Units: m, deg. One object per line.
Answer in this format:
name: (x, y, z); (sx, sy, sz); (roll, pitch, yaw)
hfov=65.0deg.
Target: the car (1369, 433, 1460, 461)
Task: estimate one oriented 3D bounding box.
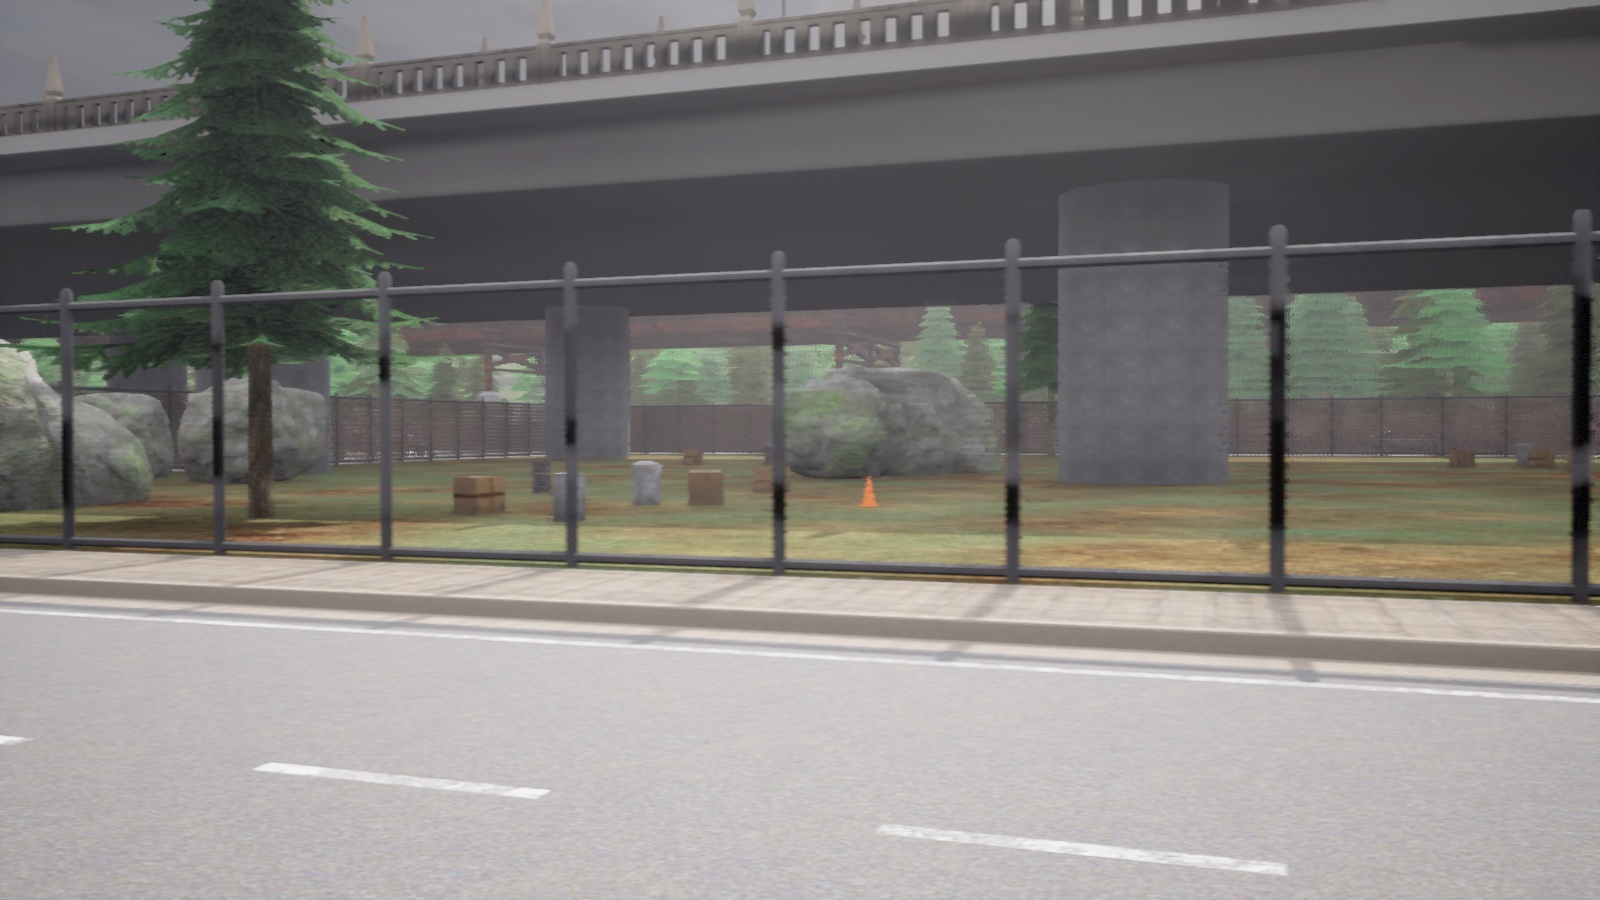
car: (35.317, -0.196, 72.287); (4.514, 1.525, 2.007); (1, 1, 20)
